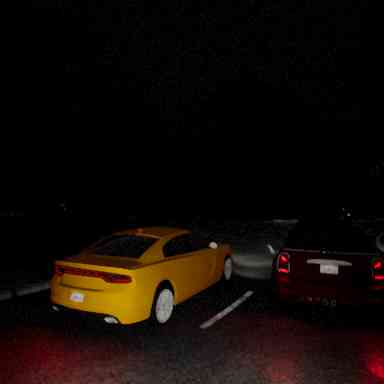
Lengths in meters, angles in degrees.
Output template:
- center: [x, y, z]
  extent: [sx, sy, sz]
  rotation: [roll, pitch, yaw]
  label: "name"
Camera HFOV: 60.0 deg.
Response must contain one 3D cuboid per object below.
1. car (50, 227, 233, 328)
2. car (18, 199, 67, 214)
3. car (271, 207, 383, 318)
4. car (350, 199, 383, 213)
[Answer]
- center: [-0.646, 1.511, 7.309]
  extent: [1.882, 1.535, 5.008]
  rotation: [0, -1, 27]
  label: "car"
- center: [-15.546, 1.534, 34.576]
  extent: [4.892, 1.490, 1.837]
  rotation: [0, -2, 5]
  label: "car"
- center: [3.160, 1.391, 7.848]
  extent: [2.097, 1.767, 4.553]
  rotation: [0, 0, 21]
  label: "car"
- center: [14.165, 1.292, 25.873]
  extent: [4.718, 1.301, 1.895]
  rotation: [-4, 1, -11]
  label: "car"
